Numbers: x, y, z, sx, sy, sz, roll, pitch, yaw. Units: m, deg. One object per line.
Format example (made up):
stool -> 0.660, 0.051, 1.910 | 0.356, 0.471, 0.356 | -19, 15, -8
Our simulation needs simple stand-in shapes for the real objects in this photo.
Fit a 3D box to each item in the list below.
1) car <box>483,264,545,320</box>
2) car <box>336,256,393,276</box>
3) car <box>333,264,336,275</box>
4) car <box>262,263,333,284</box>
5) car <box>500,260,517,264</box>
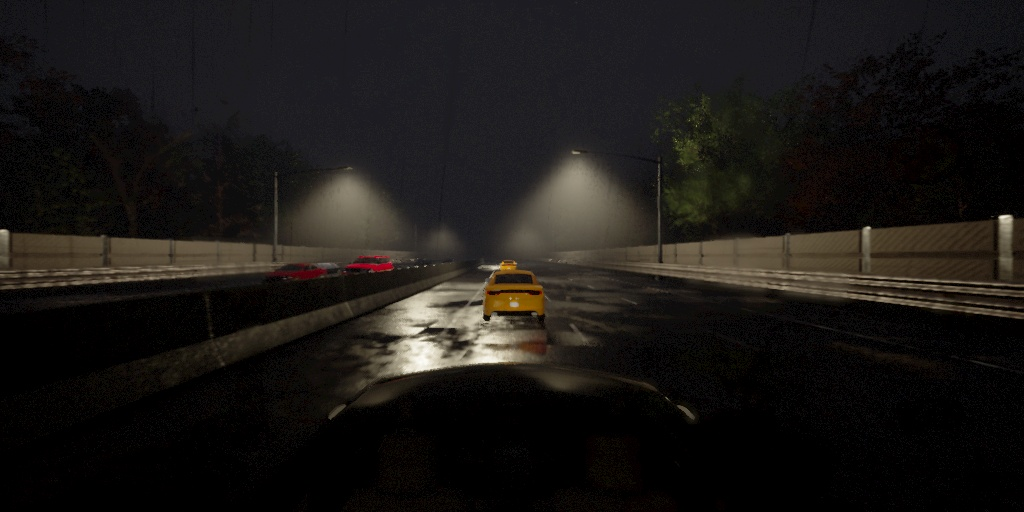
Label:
car -> 0.056, 1.232, 12.686 | 1.882, 1.535, 5.008 | 0, 0, 0
car -> -10.796, 0.983, 27.303 | 2.150, 2.045, 5.566 | 0, 0, -1
car -> -17.907, 1.364, 34.094 | 1.895, 1.301, 4.718 | 0, 0, -1
car -> -14.250, 1.238, 23.793 | 1.882, 1.535, 5.008 | 0, 0, -1
car -> -0.407, 1.246, 43.521 | 1.882, 1.535, 5.008 | 0, 0, -1
